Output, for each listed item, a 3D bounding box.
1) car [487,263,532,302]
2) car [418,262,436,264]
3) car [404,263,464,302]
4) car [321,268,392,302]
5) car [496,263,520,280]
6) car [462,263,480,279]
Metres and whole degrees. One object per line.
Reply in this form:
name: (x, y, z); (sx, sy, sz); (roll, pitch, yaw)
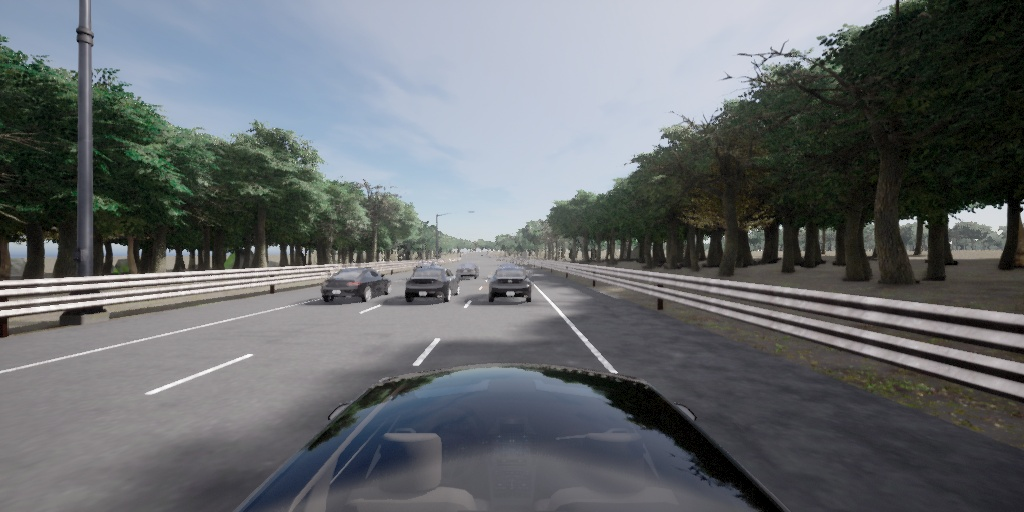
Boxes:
car: (-0.096, 1.263, 16.812); (1.837, 1.490, 4.892); (0, 0, -1)
car: (-7.377, 1.241, 31.743); (2.128, 1.511, 4.902); (0, 0, -1)
car: (-3.596, 1.263, 16.768); (1.837, 1.490, 4.892); (0, 0, -1)
car: (-7.096, 1.280, 16.724); (1.812, 1.442, 4.674); (0, 0, -1)
car: (-0.380, 1.317, 31.918); (1.994, 1.385, 4.181); (0, 0, -1)
car: (-3.878, 1.309, 31.831); (2.033, 1.411, 5.357); (0, 0, -1)
